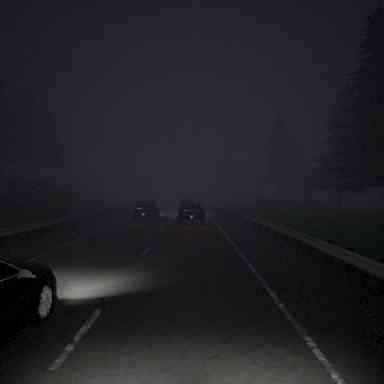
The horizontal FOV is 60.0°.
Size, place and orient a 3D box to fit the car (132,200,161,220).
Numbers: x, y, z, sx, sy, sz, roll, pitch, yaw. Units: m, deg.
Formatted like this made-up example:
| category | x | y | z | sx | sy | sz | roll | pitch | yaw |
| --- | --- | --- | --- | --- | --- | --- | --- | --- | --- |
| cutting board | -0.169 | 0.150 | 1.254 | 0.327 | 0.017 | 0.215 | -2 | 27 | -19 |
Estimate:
| category | x | y | z | sx | sy | sz | roll | pitch | yaw |
| --- | --- | --- | --- | --- | --- | --- | --- | --- | --- |
| car | -3.641 | 1.424 | 27.032 | 2.128 | 1.511 | 4.902 | 0 | 0 | -2 |

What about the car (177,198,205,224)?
| category | x | y | z | sx | sy | sz | roll | pitch | yaw |
| --- | --- | --- | --- | --- | --- | --- | --- | --- | --- |
| car | -0.072 | 1.430 | 24.422 | 2.128 | 1.511 | 4.902 | 0 | 0 | -1 |

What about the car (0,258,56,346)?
| category | x | y | z | sx | sy | sz | roll | pitch | yaw |
| --- | --- | --- | --- | --- | --- | --- | --- | --- | --- |
| car | -3.399 | 1.494 | 4.185 | 1.837 | 1.490 | 4.892 | 0 | 0 | 0 |
